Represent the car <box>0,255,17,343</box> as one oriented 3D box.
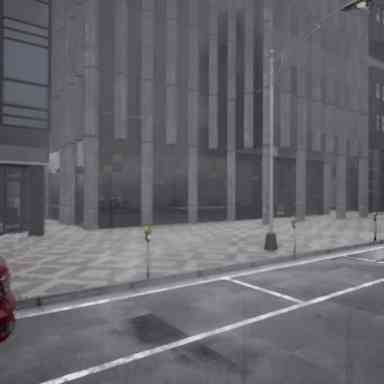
[{"bbox_3d":[-4.574,1.307,3.376,5.009,1.841,2.192,0,0,-36],"label":"car"}]
